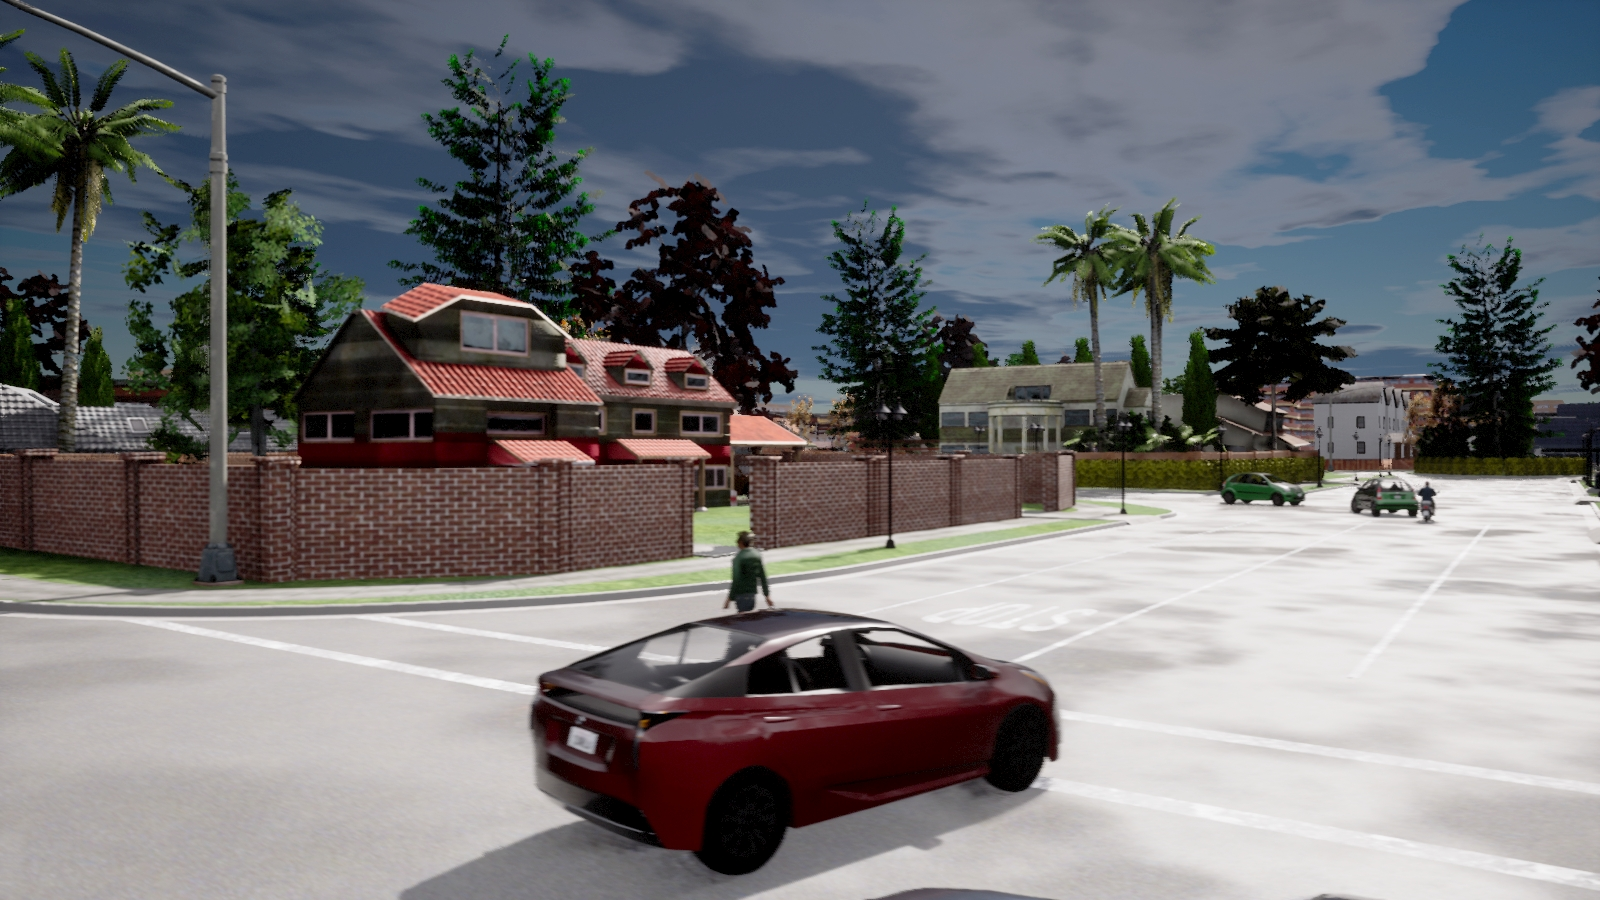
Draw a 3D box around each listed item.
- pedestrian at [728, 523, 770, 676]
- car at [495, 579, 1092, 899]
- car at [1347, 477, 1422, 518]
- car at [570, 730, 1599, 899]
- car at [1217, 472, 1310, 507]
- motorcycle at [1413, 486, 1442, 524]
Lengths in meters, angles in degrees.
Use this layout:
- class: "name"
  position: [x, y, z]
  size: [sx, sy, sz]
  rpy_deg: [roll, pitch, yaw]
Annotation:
- class: "pedestrian"
  position: [-0.643, 1.863, 14.372]
  size: [0.375, 1.860, 0.375]
  rpy_deg: [0, 0, 36]
- class: "car"
  position: [0.140, 2.035, 9.045]
  size: [4.514, 1.525, 2.007]
  rpy_deg: [0, 0, -41]
- class: "car"
  position: [25.584, 2.035, 50.135]
  size: [1.851, 1.617, 3.988]
  rpy_deg: [0, 0, 10]
- class: "car"
  position: [1.739, 2.103, 3.078]
  size: [2.033, 1.411, 5.357]
  rpy_deg: [0, 0, -44]
- class: "car"
  position: [23.443, 1.975, 57.852]
  size: [1.851, 1.617, 3.988]
  rpy_deg: [0, 0, -35]
- class: "motorcycle"
  position: [24.804, 2.159, 45.163]
  size: [0.856, 1.341, 1.805]
  rpy_deg: [0, 1, 33]
